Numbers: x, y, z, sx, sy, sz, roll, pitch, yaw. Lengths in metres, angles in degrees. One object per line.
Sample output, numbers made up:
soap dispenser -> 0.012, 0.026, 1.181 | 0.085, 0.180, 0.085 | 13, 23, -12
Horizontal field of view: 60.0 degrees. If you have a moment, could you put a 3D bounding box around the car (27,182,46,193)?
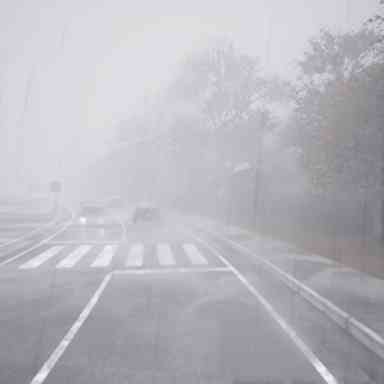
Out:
car -> -30.528, -0.899, 65.193 | 2.150, 2.045, 5.566 | 2, 2, -40

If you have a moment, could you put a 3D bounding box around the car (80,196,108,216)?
car -> -9.150, 1.253, 30.303 | 1.882, 1.535, 5.008 | 1, 1, -20

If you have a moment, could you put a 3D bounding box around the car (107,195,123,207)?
car -> -9.963, 1.080, 41.564 | 1.812, 1.442, 4.674 | 1, 1, -26

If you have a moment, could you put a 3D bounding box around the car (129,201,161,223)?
car -> -3.581, 1.407, 24.890 | 1.882, 1.535, 5.008 | 1, 1, -15
